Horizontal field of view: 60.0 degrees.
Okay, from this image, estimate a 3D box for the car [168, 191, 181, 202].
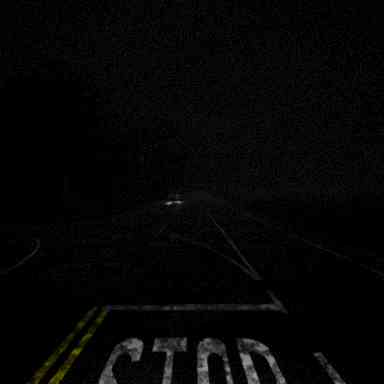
[{"bbox_3d":[-3.374,0.761,63.948,2.150,2.045,5.566,0,1,2],"label":"car"}]
